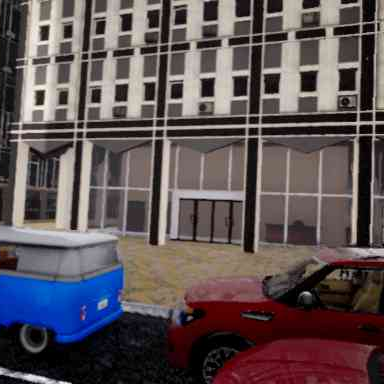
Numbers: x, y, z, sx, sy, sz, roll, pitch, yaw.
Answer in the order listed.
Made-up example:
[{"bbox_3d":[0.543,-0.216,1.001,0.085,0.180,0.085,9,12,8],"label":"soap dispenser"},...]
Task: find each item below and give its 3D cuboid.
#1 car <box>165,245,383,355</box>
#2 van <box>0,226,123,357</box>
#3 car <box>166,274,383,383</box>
[{"bbox_3d":[2.221,1.647,4.273,5.009,1.841,2.192,1,-3,17],"label":"car"},{"bbox_3d":[-3.210,1.538,5.946,3.998,1.788,1.690,1,-3,17],"label":"van"},{"bbox_3d":[2.499,1.707,2.049,5.008,1.535,1.882,1,-3,24],"label":"car"}]
